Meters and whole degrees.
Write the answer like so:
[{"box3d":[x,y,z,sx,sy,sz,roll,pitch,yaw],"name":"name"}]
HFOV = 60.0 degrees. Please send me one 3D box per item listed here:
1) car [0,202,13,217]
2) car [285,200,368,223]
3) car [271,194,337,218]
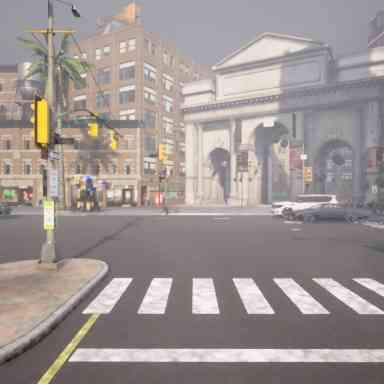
[{"box3d":[-17.981,1.491,28.474,4.902,1.511,2.128,0,0,0],"name":"car"},{"box3d":[10.072,1.548,24.745,5.357,1.411,2.033,0,0,0],"name":"car"},{"box3d":[9.619,1.223,28.247,5.566,2.045,2.150,0,0,0],"name":"car"}]
